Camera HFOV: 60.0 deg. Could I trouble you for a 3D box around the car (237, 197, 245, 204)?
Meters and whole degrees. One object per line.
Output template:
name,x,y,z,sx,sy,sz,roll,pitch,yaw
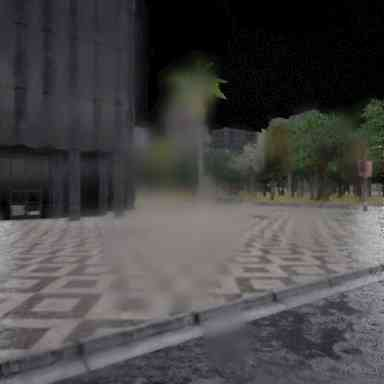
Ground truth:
car,8.498,1.619,66.264,1.994,1.385,4.181,0,0,-38

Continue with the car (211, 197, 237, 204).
car,5.851,1.683,64.371,1.895,1.301,4.718,0,0,-38
